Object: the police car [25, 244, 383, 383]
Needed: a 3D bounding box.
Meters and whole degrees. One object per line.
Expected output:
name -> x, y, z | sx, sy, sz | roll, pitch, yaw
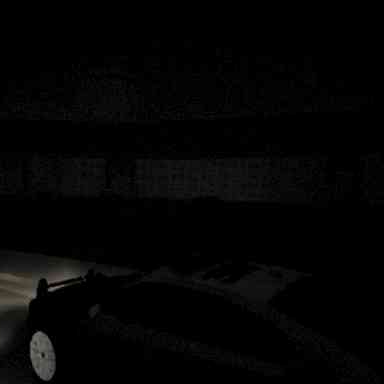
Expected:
police car -> 0.025, 1.445, 3.702 | 5.238, 1.638, 1.930 | 0, 0, 36
